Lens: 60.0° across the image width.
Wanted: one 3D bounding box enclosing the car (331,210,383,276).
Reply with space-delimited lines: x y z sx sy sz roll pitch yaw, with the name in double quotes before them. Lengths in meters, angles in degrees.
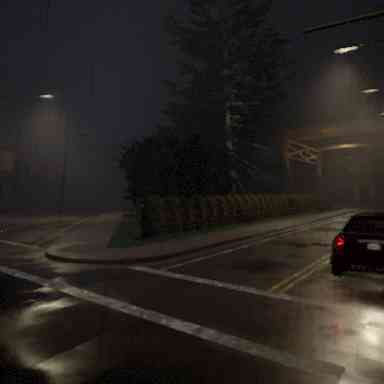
"car" 5.622 1.346 9.717 2.097 1.767 4.553 0 0 36
